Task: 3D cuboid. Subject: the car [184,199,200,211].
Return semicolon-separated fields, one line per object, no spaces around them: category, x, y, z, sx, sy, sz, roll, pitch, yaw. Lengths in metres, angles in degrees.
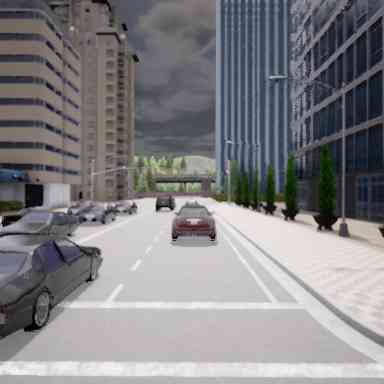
car;-0.011;1.736;45.199;1.994;1.385;4.181;0;0;0

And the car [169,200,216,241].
car;0.091;1.448;17.514;2.097;1.767;4.553;0;0;0

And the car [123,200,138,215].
car;-7.032;1.631;35.739;2.128;1.511;4.902;0;0;0

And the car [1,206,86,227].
car;-7.107;1.633;15.977;2.033;1.411;5.357;0;0;0

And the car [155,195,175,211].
car;-3.430;1.384;42.878;2.150;2.045;5.566;0;0;1

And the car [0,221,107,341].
car;-3.405;1.615;6.928;2.033;1.411;5.357;0;0;0

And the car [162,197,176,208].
car;-3.529;1.667;52.808;1.882;1.535;5.008;0;0;0

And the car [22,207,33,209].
car;-10.603;1.701;22.230;1.895;1.301;4.718;0;0;0

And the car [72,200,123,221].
car;-7.094;1.603;25.490;2.128;1.511;4.902;0;0;0
